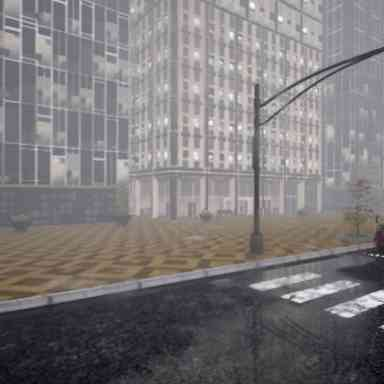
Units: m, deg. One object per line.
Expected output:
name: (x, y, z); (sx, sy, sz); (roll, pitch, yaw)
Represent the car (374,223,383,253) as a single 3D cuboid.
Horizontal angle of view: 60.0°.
car: (9.303, 1.453, 13.208); (5.009, 1.841, 2.192); (1, -1, -36)
